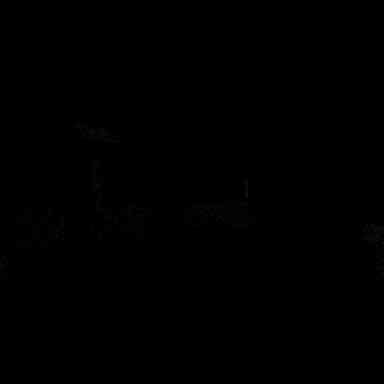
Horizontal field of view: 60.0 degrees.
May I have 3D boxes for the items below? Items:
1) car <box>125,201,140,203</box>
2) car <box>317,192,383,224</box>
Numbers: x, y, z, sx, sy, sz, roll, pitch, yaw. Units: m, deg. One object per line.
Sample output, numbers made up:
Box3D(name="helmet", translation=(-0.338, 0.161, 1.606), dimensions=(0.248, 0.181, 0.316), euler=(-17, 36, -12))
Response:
Box3D(name="car", translation=(-5.350, 1.556, 31.594), dimensions=(4.181, 1.385, 1.994), euler=(0, 0, 31))
Box3D(name="car", translation=(11.813, 1.050, 23.594), dimensions=(2.150, 2.045, 5.566), euler=(0, 0, -42))
